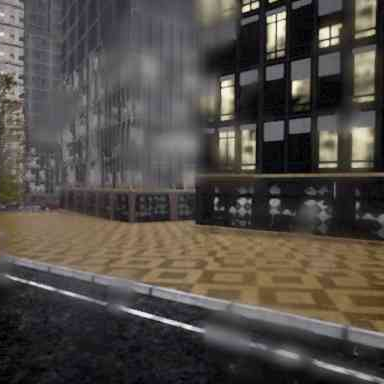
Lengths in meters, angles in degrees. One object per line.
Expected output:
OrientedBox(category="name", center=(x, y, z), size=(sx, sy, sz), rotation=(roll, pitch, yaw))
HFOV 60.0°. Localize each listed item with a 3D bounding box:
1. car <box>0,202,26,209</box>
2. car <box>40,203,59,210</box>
OrientedBox(category="car", center=(-33.099, 2.354, 61.348), size=(4.403, 1.369, 2.008), rotation=(0, 1, -34))
OrientedBox(category="car", center=(-23.973, 2.501, 58.042), size=(4.507, 1.381, 1.887), rotation=(0, 1, -34))
